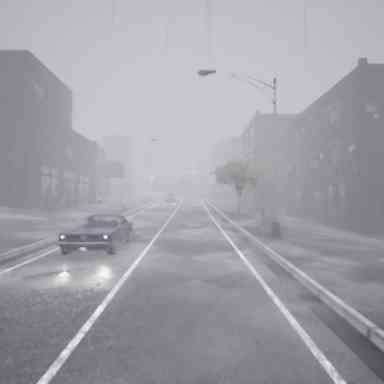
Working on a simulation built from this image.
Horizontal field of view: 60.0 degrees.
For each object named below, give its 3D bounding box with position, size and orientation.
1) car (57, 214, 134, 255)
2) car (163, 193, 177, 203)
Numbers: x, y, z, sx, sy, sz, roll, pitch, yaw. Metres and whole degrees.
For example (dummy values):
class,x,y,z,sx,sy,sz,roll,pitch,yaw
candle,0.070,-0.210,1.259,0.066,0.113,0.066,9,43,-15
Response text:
class,x,y,z,sx,sy,sz,roll,pitch,yaw
car,-3.611,1.582,13.255,1.895,1.301,4.718,0,0,0
car,-3.640,0.998,55.153,1.837,1.490,4.892,0,1,0
